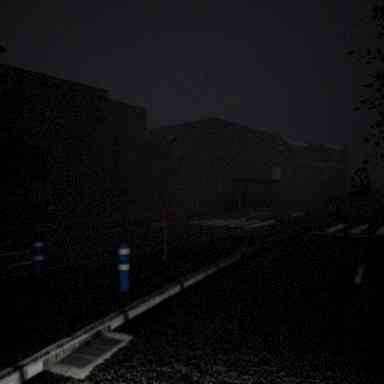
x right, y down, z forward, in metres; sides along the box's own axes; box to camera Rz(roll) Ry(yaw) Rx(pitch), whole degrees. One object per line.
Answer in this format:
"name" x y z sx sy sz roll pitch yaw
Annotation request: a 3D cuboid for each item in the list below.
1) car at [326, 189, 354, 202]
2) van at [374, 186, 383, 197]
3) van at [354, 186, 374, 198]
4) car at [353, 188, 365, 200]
"car" 20.737 0.627 47.327 2.097 1.535 5.008 -1 1 42
"van" 32.027 -0.020 59.330 4.442 1.987 1.878 -2 1 -44
"van" 28.156 0.114 55.371 1.878 1.987 4.442 -1 1 45
"car" 24.416 0.515 51.404 2.163 1.488 4.792 -1 1 43
